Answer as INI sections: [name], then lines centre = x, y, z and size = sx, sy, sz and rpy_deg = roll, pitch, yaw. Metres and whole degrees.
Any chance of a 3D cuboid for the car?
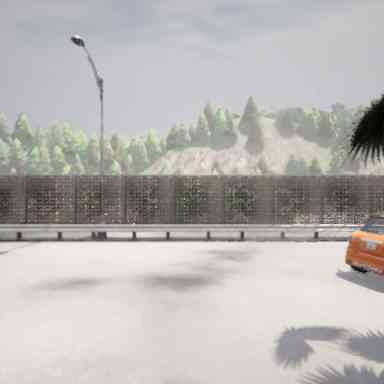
[car]
centre = 6.486, 1.343, 8.673
size = 4.553, 1.767, 2.097
rpy_deg = 0, 0, -13
